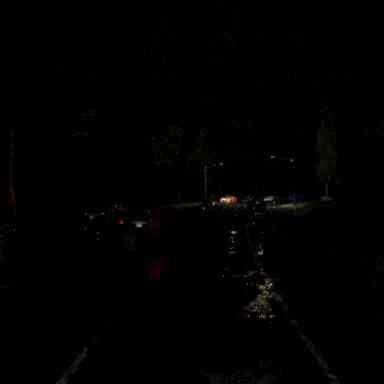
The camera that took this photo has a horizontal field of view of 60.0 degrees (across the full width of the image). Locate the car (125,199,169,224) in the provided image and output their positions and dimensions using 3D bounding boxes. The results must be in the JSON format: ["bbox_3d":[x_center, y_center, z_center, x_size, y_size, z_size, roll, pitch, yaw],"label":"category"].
[{"bbox_3d":[-3.571,1.489,27.395,2.097,1.767,4.553,0,0,13],"label":"car"}]

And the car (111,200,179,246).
[{"bbox_3d":[-1.968,1.439,16.061,2.097,1.767,4.553,0,0,7],"label":"car"}]

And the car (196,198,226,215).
[{"bbox_3d":[1.852,1.677,35.275,2.033,1.411,5.357,0,0,16],"label":"car"}]

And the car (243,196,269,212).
[{"bbox_3d":[7.878,1.591,40.461,1.837,1.490,4.892,-1,0,19],"label":"car"}]

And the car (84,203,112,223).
[{"bbox_3d":[-6.954,1.639,27.089,2.128,1.511,4.902,0,0,12],"label":"car"}]

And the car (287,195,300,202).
[{"bbox_3d":[21.602,1.386,70.917,1.994,1.385,4.181,-1,0,32],"label":"car"}]

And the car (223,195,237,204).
[{"bbox_3d":[7.264,1.445,65.858,2.097,1.767,4.553,-1,0,29],"label":"car"}]

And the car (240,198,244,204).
[{"bbox_3d":[11.053,1.589,65.936,1.994,1.385,4.181,-1,0,30],"label":"car"}]

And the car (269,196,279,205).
[{"bbox_3d":[13.745,1.481,57.589,2.128,1.511,4.902,-1,0,27],"label":"car"}]
